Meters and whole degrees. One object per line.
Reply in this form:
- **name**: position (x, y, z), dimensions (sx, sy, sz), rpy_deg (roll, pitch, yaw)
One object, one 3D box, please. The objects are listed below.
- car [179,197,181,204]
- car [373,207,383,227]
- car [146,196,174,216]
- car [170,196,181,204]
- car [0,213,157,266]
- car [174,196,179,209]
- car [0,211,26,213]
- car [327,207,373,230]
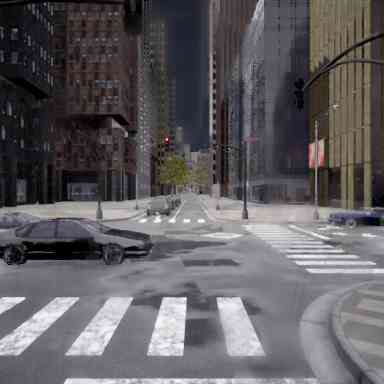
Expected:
- **car**: position (-3.110, 1.511, 52.552), dimensions (1.837, 1.490, 4.892), rpy_deg (0, 0, 0)
- **car**: position (13.050, 1.235, 17.567), dimensions (5.566, 2.045, 2.150), rpy_deg (0, 0, 0)
- **car**: position (-3.144, 1.356, 32.315), dimensions (2.097, 1.767, 4.553), rpy_deg (0, 0, 0)
- **car**: position (-3.142, 1.486, 62.928), dimensions (1.882, 1.535, 5.008), rpy_deg (0, 0, 0)
- **car**: position (-4.021, 1.551, 10.908), dimensions (5.357, 1.411, 2.033), rpy_deg (0, 0, 0)
- **car**: position (-3.148, 1.496, 42.365), dimensions (2.128, 1.511, 4.902), rpy_deg (0, 0, 0)
- **car**: position (-7.808, 1.545, 14.166), dimensions (5.357, 1.411, 2.033), rpy_deg (0, 0, 0)
- **car**: position (11.067, 1.606, 20.823), dimensions (4.718, 1.301, 1.895), rpy_deg (0, 0, 0)
